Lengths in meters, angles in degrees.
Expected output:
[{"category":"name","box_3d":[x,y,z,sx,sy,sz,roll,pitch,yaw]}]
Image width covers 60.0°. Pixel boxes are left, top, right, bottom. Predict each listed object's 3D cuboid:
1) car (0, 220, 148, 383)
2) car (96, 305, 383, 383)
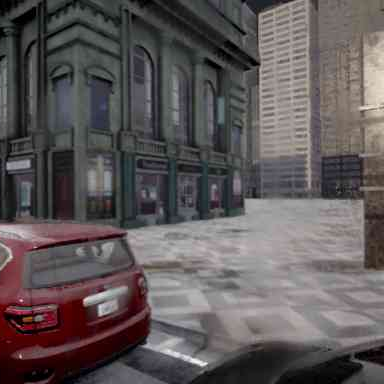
[{"category":"car","box_3d":[-2.860,1.362,5.009,5.009,1.841,2.192,-1,-1,36]},{"category":"car","box_3d":[1.701,1.561,1.753,4.313,1.339,1.947,-1,-1,36]}]
